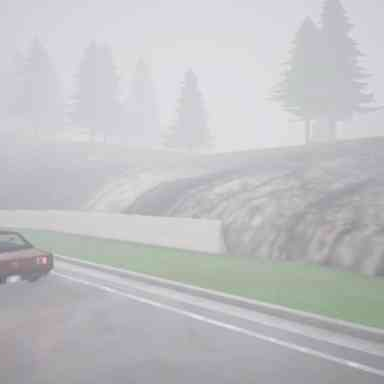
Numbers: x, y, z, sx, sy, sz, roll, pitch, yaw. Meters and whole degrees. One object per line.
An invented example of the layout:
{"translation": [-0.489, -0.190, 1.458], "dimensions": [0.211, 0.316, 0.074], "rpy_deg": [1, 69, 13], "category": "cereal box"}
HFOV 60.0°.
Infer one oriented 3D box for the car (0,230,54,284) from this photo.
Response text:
{"translation": [-5.716, 1.693, 8.966], "dimensions": [4.718, 1.301, 1.895], "rpy_deg": [0, -1, 40], "category": "car"}
